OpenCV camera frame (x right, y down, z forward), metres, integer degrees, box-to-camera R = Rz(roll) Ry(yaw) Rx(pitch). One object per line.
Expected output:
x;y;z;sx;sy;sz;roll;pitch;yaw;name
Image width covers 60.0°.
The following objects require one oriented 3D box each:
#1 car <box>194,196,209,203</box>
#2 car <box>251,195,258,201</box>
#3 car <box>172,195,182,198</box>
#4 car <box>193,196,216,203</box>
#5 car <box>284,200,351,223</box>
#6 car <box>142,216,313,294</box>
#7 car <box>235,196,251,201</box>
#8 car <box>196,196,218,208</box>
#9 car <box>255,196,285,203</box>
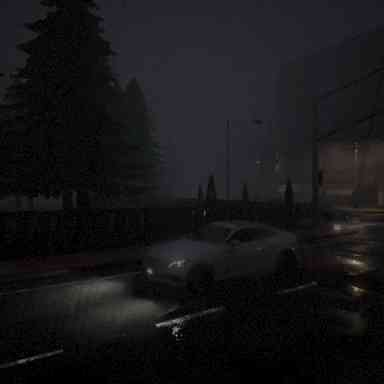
1.982;1.500;66.929;2.033;1.411;5.357;0;0;14;car
14.868;1.476;77.593;1.812;1.442;4.674;0;0;40;car
-2.513;1.302;55.826;2.097;1.767;4.553;0;0;0;car
0.998;1.440;39.819;2.128;1.511;4.902;0;0;-22;car
9.610;1.473;25.181;1.812;1.442;4.674;0;0;-31;car
0.967;1.526;8.899;4.674;1.442;1.812;0;0;-35;car
10.077;1.498;68.480;2.033;1.411;5.357;0;0;20;car
2.037;1.426;47.652;1.882;1.535;5.008;0;0;-12;car
8.895;1.425;32.738;1.882;1.535;5.008;0;0;-32;car
